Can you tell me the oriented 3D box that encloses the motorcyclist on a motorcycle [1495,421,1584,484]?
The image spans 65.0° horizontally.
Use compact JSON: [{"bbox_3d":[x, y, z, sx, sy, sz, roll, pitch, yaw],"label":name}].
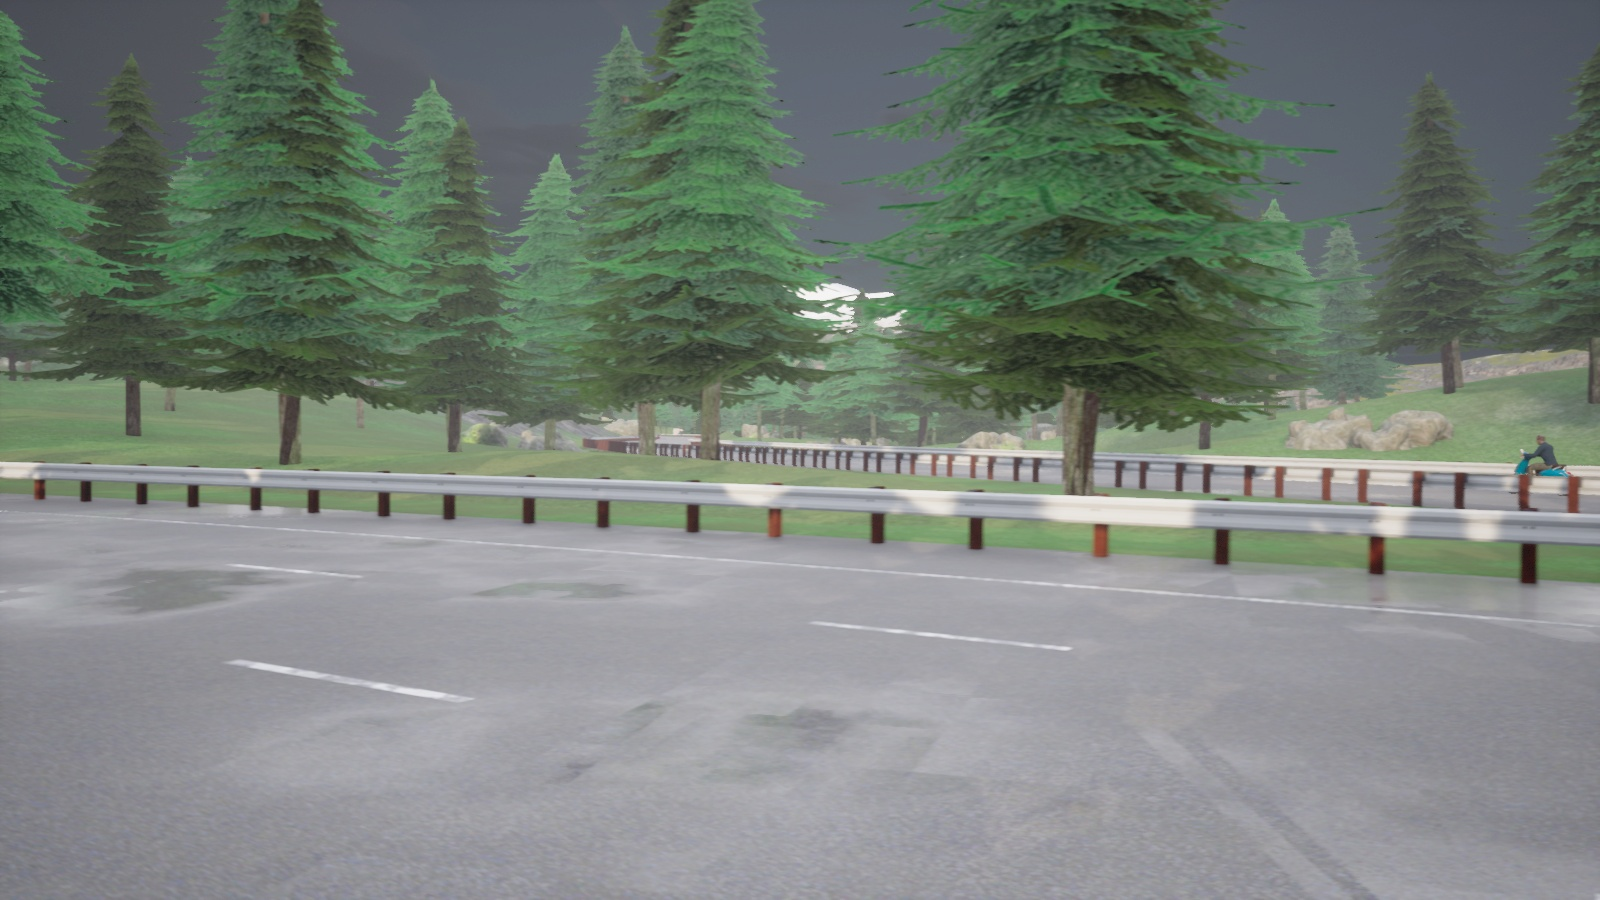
[{"bbox_3d":[19.303,0.057,32.796,0.866,1.590,1.817,-1,1,-28],"label":"motorcyclist on a motorcycle"}]
